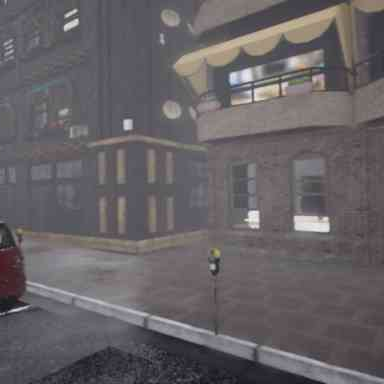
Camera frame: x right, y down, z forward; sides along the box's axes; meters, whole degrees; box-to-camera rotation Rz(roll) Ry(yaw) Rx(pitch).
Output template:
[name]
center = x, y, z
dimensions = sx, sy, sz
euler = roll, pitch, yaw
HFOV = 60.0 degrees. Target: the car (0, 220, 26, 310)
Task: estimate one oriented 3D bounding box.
[car]
center = -5.346, 1.397, 6.704
dimensions = 5.009, 1.841, 2.192
euler = -1, -1, 36
